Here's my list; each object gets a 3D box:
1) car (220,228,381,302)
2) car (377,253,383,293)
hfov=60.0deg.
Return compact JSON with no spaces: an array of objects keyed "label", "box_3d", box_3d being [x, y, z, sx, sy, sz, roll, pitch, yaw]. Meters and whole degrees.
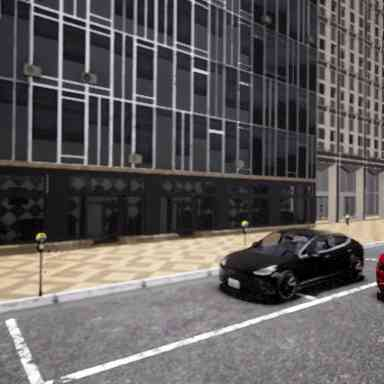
[{"label":"car","box_3d":[2.688,1.625,8.469,4.313,1.339,1.947,1,0,-35]},{"label":"car","box_3d":[6.270,1.559,7.847,5.008,1.535,1.882,1,0,-35]}]
